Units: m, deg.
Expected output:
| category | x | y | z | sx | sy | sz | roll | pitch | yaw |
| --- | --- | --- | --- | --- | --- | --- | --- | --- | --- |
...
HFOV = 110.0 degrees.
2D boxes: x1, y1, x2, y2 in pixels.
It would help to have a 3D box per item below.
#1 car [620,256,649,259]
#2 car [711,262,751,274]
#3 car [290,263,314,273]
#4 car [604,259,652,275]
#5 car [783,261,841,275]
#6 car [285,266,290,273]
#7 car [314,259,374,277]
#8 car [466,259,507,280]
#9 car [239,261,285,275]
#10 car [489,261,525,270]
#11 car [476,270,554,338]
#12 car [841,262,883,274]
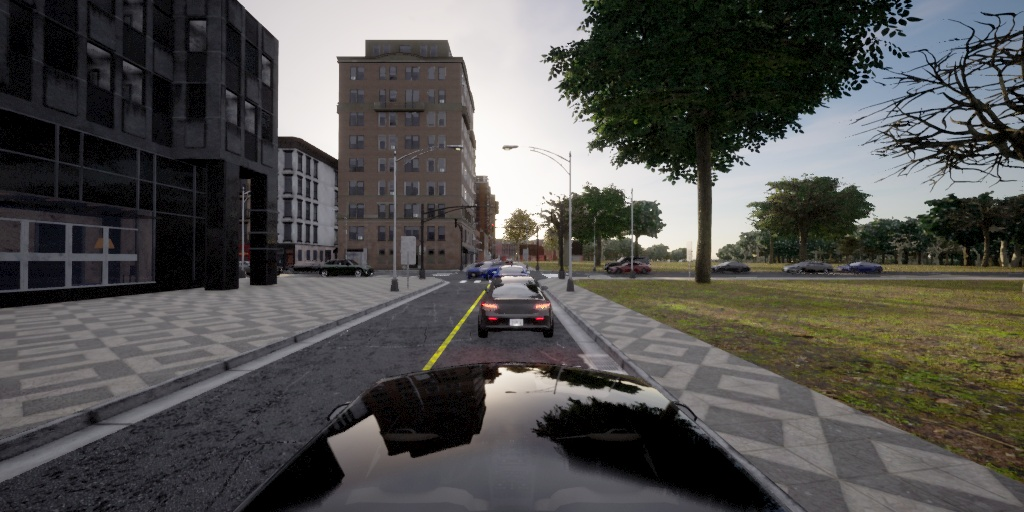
| category | x | y | z | sx | sy | sz | roll | pitch | yaw |
| --- | --- | --- | --- | --- | --- | --- | --- | --- | --- |
| car | 13.983 | 1.075 | 43.369 | 5.566 | 2.045 | 2.150 | 0 | -1 | 0 |
| car | 26.293 | 1.392 | 43.421 | 4.674 | 1.442 | 1.812 | 0 | -1 | 0 |
| car | -24.565 | 1.435 | 43.173 | 4.718 | 1.301 | 1.895 | 0 | -1 | 0 |
| car | 13.164 | 1.343 | 40.096 | 4.674 | 1.442 | 1.812 | 0 | -1 | -3 |
| car | 33.158 | 1.332 | 40.200 | 4.902 | 1.511 | 2.128 | 0 | -1 | 0 |
| car | -25.882 | 1.266 | 36.468 | 4.892 | 1.490 | 1.837 | 0 | -1 | 0 |
| car | -15.246 | 1.074 | 33.272 | 4.553 | 1.767 | 2.097 | 0 | -1 | 0 |
| car | -2.321 | 1.249 | 30.902 | 1.882 | 1.535 | 5.008 | -1 | 0 | 17 |
| car | -24.383 | 1.216 | 33.226 | 4.902 | 1.511 | 2.128 | 0 | -1 | 0 |
| car | -0.015 | 1.241 | 19.512 | 1.882 | 1.535 | 5.008 | 0 | 0 | 0 |
| car | 0.076 | 1.280 | 10.123 | 1.812 | 1.442 | 4.674 | 0 | 0 | -1 |
| car | 42.113 | 1.418 | 43.456 | 4.674 | 1.442 | 1.812 | 0 | -1 | 0 |
